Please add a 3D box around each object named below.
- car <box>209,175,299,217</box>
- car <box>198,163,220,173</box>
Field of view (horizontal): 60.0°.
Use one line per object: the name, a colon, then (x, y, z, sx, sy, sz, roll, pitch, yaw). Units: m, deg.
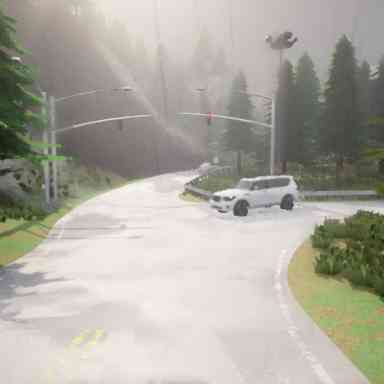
car: (3.731, 0.135, 19.545, 5.566, 2.045, 2.150, -5, 5, -27)
car: (2.584, -3.697, 50.245, 1.812, 1.442, 4.674, 2, 10, 31)
